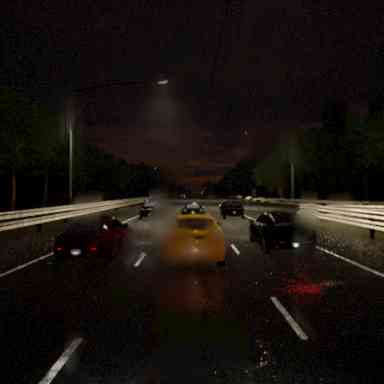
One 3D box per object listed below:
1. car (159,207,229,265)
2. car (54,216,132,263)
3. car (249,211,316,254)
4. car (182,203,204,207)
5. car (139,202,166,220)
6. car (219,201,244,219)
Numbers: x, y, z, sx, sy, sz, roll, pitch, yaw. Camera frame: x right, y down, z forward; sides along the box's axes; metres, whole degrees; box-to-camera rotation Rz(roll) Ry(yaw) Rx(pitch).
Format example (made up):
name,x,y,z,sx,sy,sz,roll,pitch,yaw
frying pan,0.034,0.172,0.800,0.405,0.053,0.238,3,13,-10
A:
name,x,y,z,sx,sy,sz,roll,pitch,yaw
car,0.087,1.538,12.006,1.882,1.535,5.008,0,0,0
car,-3.412,1.586,12.078,1.812,1.442,4.674,0,0,0
car,3.591,1.572,13.871,1.837,1.490,4.892,0,0,0
car,0.093,1.655,29.624,1.994,1.385,4.181,0,0,0
car,-3.407,1.583,29.167,2.128,1.511,4.902,0,0,0
car,3.594,1.567,30.700,1.882,1.535,5.008,0,0,0
